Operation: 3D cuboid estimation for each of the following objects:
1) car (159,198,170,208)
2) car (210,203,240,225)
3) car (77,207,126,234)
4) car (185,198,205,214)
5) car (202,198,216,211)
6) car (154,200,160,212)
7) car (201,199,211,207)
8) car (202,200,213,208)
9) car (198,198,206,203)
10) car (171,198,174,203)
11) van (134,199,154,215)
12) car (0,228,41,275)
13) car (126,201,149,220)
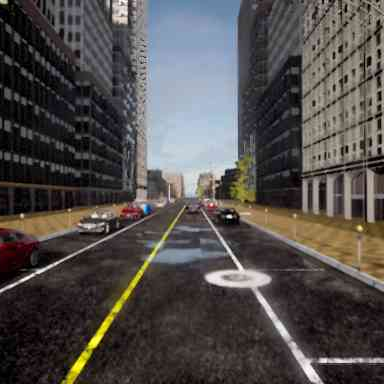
[{"bbox_3d":[-5.623,2.055,60.365,1.967,1.590,4.097,0,-1,0],"label":"car"},{"bbox_3d":[2.721,1.839,26.191,1.947,1.339,4.313,0,-1,0],"label":"car"},{"bbox_3d":[-5.665,1.765,20.521,2.008,1.369,4.403,0,-1,0],"label":"car"},{"bbox_3d":[0.144,1.921,41.627,2.128,1.511,4.902,0,-1,0],"label":"car"},{"bbox_3d":[2.746,1.943,48.958,1.967,1.590,4.097,0,-1,0],"label":"car"},{"bbox_3d":[-5.641,2.028,43.289,1.802,1.307,4.206,0,-1,0],"label":"car"},{"bbox_3d":[2.763,2.198,66.203,1.752,1.417,4.829,0,-1,0],"label":"car"},{"bbox_3d":[2.757,2.198,60.341,1.802,1.307,4.206,0,-1,0],"label":"car"},{"bbox_3d":[2.794,2.388,94.492,1.967,1.590,4.097,0,-1,0],"label":"car"},{"bbox_3d":[-5.611,2.292,71.749,1.947,1.339,4.313,0,-1,0],"label":"car"},{"bbox_3d":[-5.646,1.730,37.599,1.690,1.788,3.998,0,-1,0],"label":"van"},{"bbox_3d":[-5.677,1.679,9.135,1.802,1.307,4.206,0,-1,0],"label":"car"},{"bbox_3d":[-5.653,1.876,31.905,1.887,1.381,4.507,0,-1,0],"label":"car"}]
